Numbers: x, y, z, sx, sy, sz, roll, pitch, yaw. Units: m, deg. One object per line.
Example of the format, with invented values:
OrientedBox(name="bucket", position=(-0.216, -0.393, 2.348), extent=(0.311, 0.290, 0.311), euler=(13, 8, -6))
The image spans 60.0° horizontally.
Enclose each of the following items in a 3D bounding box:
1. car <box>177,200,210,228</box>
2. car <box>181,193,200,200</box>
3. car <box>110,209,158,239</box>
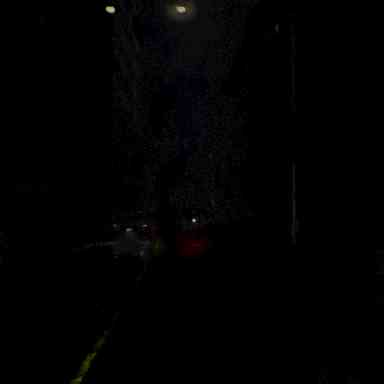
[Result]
OrientedBox(name="car", position=(0.102, 1.483, 22.201), extent=(1.837, 1.490, 4.892), euler=(0, -1, 0))
OrientedBox(name="car", position=(0.103, 1.292, 38.815), extent=(2.097, 1.767, 4.553), euler=(0, 0, 0))
OrientedBox(name="car", position=(-2.847, 1.554, 17.051), extent=(1.994, 1.385, 4.181), euler=(0, 0, 0))
